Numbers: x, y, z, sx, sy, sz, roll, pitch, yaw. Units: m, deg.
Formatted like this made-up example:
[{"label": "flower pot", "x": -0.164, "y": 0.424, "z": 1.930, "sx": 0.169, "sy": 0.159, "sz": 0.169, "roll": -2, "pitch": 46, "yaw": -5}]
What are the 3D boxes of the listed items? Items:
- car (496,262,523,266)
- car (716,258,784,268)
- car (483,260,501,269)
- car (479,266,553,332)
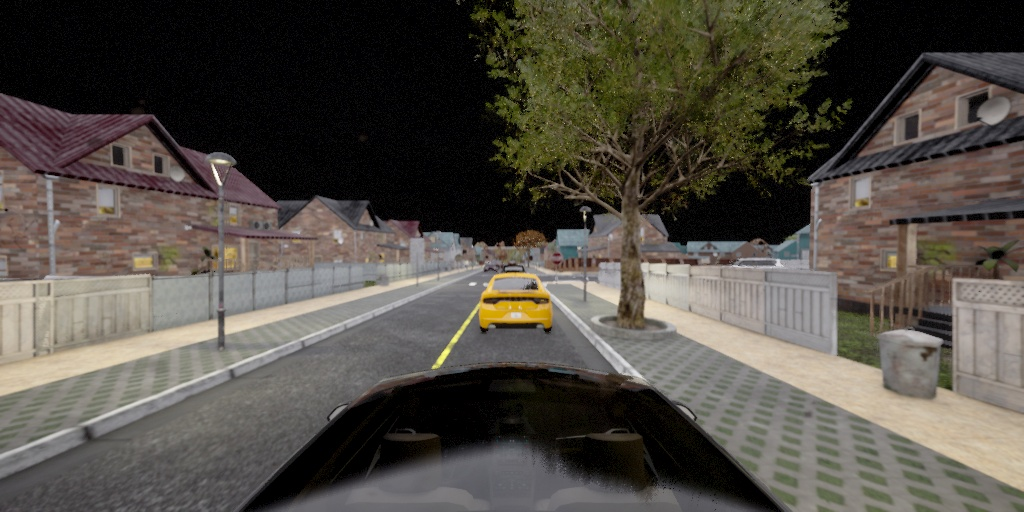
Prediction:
[{"label": "car", "x": 0.106, "y": 1.331, "z": 24.073, "sx": 1.837, "sy": 1.490, "sz": 4.892, "roll": 0, "pitch": 0, "yaw": 0}, {"label": "car", "x": 20.964, "y": 1.196, "z": 31.983, "sx": 5.566, "sy": 2.045, "sz": 2.150, "roll": 1, "pitch": 2, "yaw": 12}, {"label": "car", "x": -2.818, "y": 1.551, "z": 49.170, "sx": 1.994, "sy": 1.385, "sz": 4.181, "roll": 0, "pitch": 0, "yaw": 0}, {"label": "car", "x": 0.100, "y": 1.249, "z": 10.947, "sx": 1.882, "sy": 1.535, "sz": 5.008, "roll": 0, "pitch": 0, "yaw": 0}]
